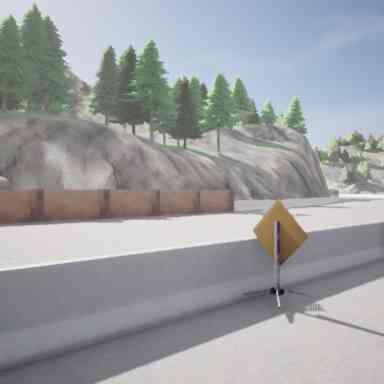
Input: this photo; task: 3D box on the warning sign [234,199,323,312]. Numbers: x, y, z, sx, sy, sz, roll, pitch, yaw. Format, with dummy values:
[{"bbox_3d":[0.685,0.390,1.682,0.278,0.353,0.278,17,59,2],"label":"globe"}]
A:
[{"bbox_3d":[1.644,1.087,6.422,1.060,1.860,1.300,0,0,-37],"label":"warning sign"}]
